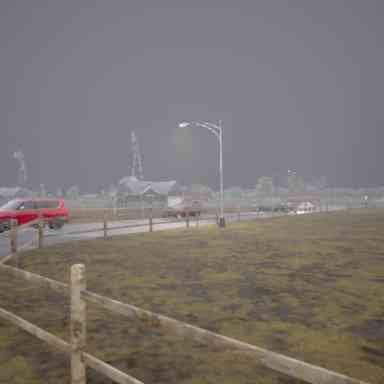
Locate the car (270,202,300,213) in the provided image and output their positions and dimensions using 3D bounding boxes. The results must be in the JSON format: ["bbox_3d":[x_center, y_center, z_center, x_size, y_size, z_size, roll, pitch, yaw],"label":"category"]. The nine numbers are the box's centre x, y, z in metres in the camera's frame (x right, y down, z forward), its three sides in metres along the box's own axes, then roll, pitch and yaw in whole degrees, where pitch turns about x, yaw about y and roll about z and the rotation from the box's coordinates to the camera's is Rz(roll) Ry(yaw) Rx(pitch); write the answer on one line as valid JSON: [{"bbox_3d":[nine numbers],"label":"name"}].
[{"bbox_3d":[13.437,2.244,47.919,1.837,1.490,4.892,-2,-2,36],"label":"car"}]

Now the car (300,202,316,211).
[{"bbox_3d":[19.455,2.455,56.324,1.812,1.442,4.674,-2,-2,36],"label":"car"}]

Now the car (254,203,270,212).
[{"bbox_3d":[11.014,2.416,50.784,1.994,1.385,4.181,-2,-2,36],"label":"car"}]

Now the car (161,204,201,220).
[{"bbox_3d":[-1.076,1.971,33.987,1.882,1.535,5.008,-2,-2,36],"label":"car"}]

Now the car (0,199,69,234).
[{"bbox_3d":[-10.378,1.448,20.678,2.150,2.045,5.566,-2,-2,32],"label":"car"}]
